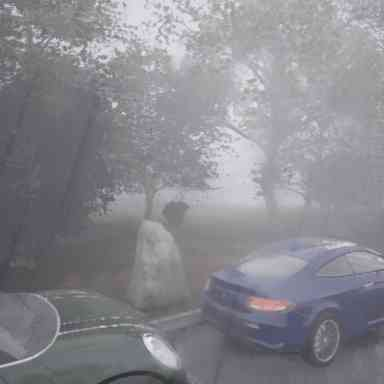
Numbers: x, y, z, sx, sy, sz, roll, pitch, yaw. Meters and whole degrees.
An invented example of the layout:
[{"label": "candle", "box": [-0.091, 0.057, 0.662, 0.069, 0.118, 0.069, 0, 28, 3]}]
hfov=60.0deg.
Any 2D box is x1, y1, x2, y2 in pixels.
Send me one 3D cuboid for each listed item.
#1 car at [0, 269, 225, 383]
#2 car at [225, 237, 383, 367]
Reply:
[{"label": "car", "box": [-2.247, 1.354, 2.457, 4.553, 1.767, 2.185, 0, 0, -33]}, {"label": "car", "box": [2.312, 1.522, 5.707, 4.674, 1.452, 2.002, 0, 0, -33]}]
